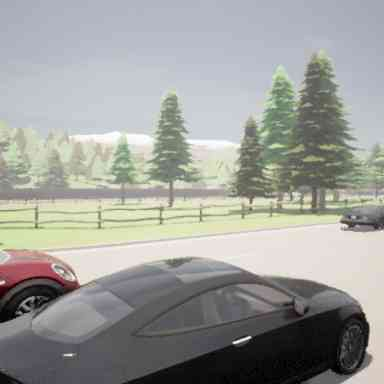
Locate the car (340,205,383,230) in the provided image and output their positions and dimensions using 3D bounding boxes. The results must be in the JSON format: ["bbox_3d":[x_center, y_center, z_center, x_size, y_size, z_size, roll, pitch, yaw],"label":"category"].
[{"bbox_3d":[11.237,1.481,20.363,5.357,1.411,2.033,0,0,-36],"label":"car"}]

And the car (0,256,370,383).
[{"bbox_3d":[0.170,1.518,3.868,4.674,1.442,1.812,0,0,-36],"label":"car"}]

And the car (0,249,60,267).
[{"bbox_3d":[-4.127,1.354,5.102,4.553,1.767,2.097,0,0,-35],"label":"car"}]
